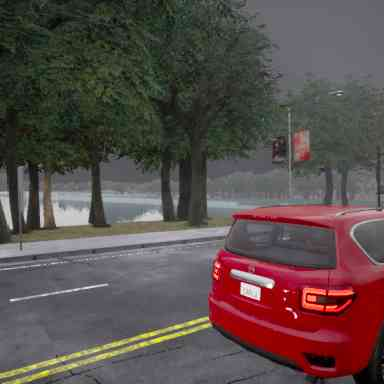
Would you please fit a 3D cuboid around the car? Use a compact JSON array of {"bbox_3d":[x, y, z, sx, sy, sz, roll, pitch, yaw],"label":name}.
[{"bbox_3d":[2.801,1.220,5.399,5.566,2.045,2.150,0,0,-37],"label":"car"}]
